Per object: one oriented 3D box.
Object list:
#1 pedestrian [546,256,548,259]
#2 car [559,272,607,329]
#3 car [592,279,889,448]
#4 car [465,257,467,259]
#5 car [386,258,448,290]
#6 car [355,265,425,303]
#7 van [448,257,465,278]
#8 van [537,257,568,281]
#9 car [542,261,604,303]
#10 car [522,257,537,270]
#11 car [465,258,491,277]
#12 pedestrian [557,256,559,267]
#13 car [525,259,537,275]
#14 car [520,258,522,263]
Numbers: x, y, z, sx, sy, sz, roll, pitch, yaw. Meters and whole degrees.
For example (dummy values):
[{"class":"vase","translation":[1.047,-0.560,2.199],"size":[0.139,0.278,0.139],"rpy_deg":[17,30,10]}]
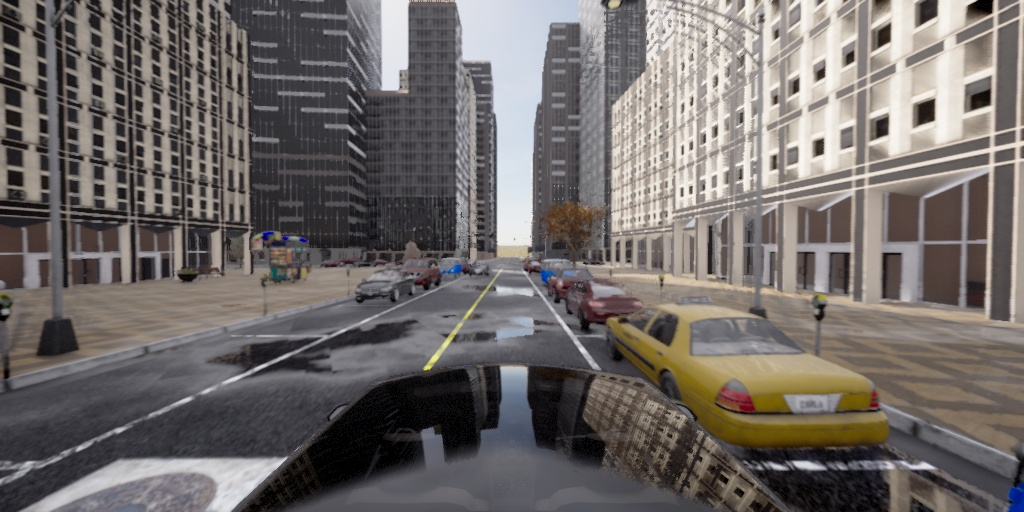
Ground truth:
[{"class":"pedestrian","translation":[6.126,0.861,63.714],"size":[0.375,1.860,0.375],"rpy_deg":[-1,1,0]},{"class":"car","translation":[2.690,1.328,10.963],"size":[1.802,1.307,4.207],"rpy_deg":[0,0,0]},{"class":"car","translation":[2.691,1.274,5.507],"size":[1.751,1.417,4.829],"rpy_deg":[0,0,0]},{"class":"car","translation":[-5.696,1.049,39.089],"size":[2.192,1.841,5.009],"rpy_deg":[0,0,0]},{"class":"car","translation":[-5.693,1.056,22.212],"size":[2.192,1.841,5.009],"rpy_deg":[0,0,0]},{"class":"car","translation":[-5.692,1.294,16.587],"size":[2.007,1.370,4.403],"rpy_deg":[0,0,0]},{"class":"van","translation":[-5.695,1.077,33.463],"size":[1.690,1.789,3.998],"rpy_deg":[0,0,0]},{"class":"van","translation":[2.688,1.082,22.213],"size":[1.690,1.789,3.998],"rpy_deg":[0,0,0]},{"class":"car","translation":[2.689,1.184,16.588],"size":[1.967,1.591,4.097],"rpy_deg":[0,0,0]},{"class":"car","translation":[2.685,1.046,44.716],"size":[2.192,1.841,5.009],"rpy_deg":[0,0,0]},{"class":"car","translation":[-3.094,1.227,35.053],"size":[2.128,1.511,4.902],"rpy_deg":[0,0,0]},{"class":"pedestrian","translation":[8.126,0.897,63.115],"size":[0.375,1.860,0.375],"rpy_deg":[-1,1,0]},{"class":"car","translation":[2.686,1.279,39.090],"size":[1.888,1.381,4.507],"rpy_deg":[0,0,0]},{"class":"car","translation":[2.684,1.043,50.341],"size":[2.192,1.841,5.009],"rpy_deg":[0,0,0]}]
